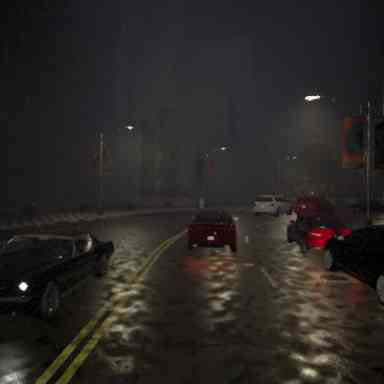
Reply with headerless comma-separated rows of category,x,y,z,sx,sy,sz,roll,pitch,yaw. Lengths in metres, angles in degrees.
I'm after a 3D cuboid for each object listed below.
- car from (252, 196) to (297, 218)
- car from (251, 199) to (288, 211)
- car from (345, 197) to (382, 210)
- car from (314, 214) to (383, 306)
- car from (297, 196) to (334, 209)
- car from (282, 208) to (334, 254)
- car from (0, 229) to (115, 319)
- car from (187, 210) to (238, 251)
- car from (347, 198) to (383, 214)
car,7.997,1.368,32.375,2.150,2.045,5.566,0,0,36
car,10.540,1.746,45.167,5.357,1.411,2.033,1,0,-38
car,25.247,1.702,48.986,4.553,1.767,2.097,1,0,-17
car,4.829,1.542,8.063,1.882,1.535,5.008,1,0,2
car,11.597,1.402,31.426,2.150,2.045,5.566,0,0,40
car,5.127,1.605,13.630,1.812,1.442,4.674,1,0,6
car,-3.293,1.585,7.478,1.895,1.301,4.718,1,0,3
car,0.969,1.518,14.429,1.882,1.535,5.008,0,0,7
car,21.337,1.770,39.740,5.008,1.535,1.882,0,0,-29
